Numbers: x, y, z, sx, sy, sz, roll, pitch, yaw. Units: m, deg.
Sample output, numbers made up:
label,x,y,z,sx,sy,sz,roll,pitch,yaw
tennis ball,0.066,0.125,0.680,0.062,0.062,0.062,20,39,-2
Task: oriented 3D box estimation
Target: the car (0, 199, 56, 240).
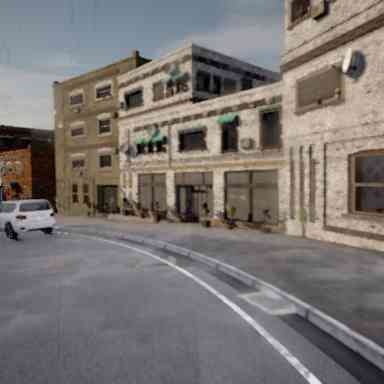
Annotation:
label,x,y,z,sx,sy,sz,roll,pitch,yaw
car,-9.954,1.473,19.117,5.566,2.045,2.150,-1,1,42
